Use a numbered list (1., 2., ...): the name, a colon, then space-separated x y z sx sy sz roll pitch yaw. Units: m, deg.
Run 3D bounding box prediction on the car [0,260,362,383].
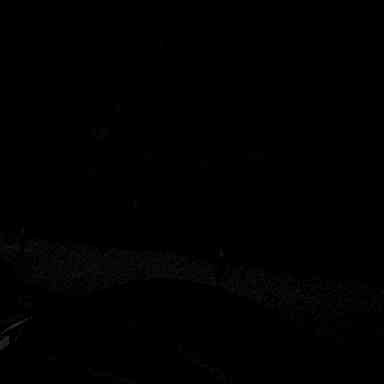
1. car: -0.669 1.578 3.289 4.313 1.339 1.947 0 0 36
